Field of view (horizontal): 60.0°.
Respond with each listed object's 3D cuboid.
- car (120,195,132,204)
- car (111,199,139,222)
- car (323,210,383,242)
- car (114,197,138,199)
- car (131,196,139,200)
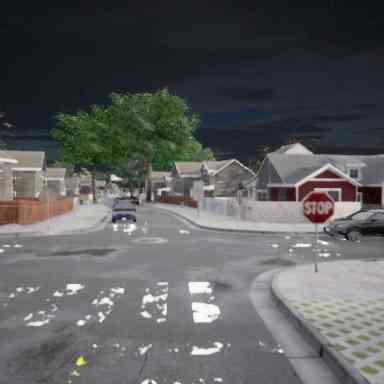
[{"bbox_3d":[-13.129,1.489,65.839,1.882,1.535,5.008,0,0,-16],"label":"car"},{"bbox_3d":[-5.346,1.561,26.520,2.033,1.411,5.357,0,0,-10],"label":"car"},{"bbox_3d":[9.009,1.623,16.702,4.674,1.442,1.812,1,1,-8],"label":"car"},{"bbox_3d":[-7.487,1.566,36.938,2.033,1.411,5.357,0,0,-14],"label":"car"},{"bbox_3d":[-10.056,1.510,56.204,1.837,1.490,4.892,0,0,-18],"label":"car"}]
